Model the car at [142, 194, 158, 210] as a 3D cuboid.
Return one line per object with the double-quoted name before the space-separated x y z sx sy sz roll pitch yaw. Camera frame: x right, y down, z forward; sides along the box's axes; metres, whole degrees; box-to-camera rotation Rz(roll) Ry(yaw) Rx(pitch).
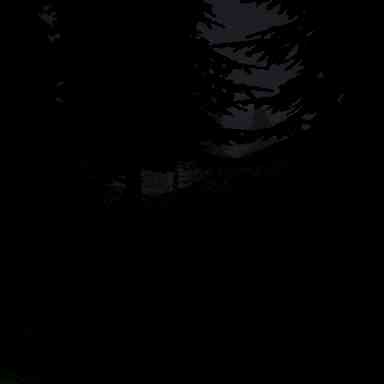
"car" -6.438 1.206 39.240 2.150 2.045 5.566 0 0 37
